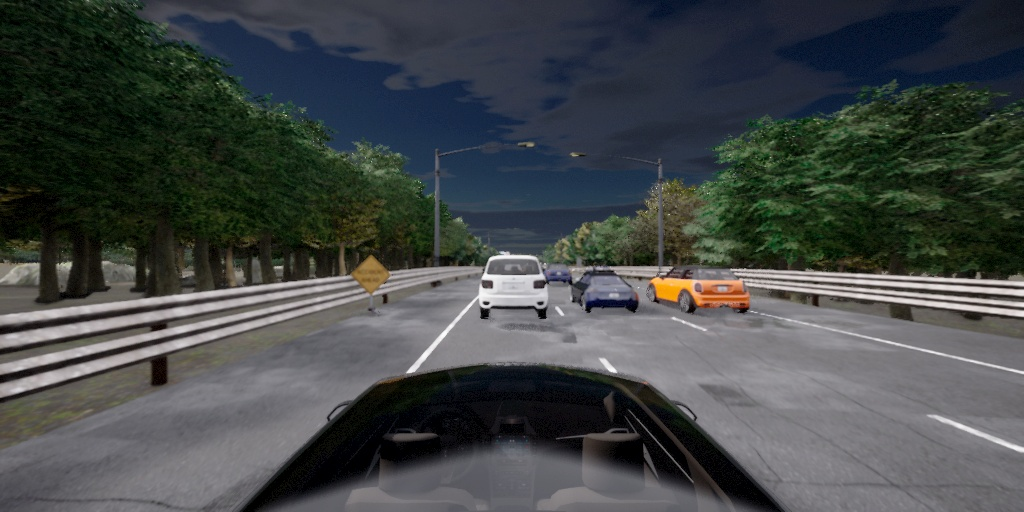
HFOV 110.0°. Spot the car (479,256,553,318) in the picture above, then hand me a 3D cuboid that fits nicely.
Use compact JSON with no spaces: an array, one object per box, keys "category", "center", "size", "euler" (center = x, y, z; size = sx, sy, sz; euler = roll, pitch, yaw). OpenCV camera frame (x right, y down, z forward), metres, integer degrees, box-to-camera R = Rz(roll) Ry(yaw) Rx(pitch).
[{"category":"car","center":[0.065,1.010,13.189],"size":[2.150,2.045,5.566],"euler":[0,0,0]}]

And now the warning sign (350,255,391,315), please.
[{"category":"warning sign","center":[-4.547,0.890,11.580],"size":[1.300,1.860,1.060],"euler":[0,0,0]}]

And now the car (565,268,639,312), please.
[{"category":"car","center":[3.572,1.362,14.514],"size":[1.994,1.385,4.181],"euler":[0,-1,0]}]

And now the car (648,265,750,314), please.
[{"category":"car","center":[7.069,1.146,14.143],"size":[2.097,1.767,4.553],"euler":[0,-1,0]}]

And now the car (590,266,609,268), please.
[{"category":"car","center":[7.076,1.538,29.573],"size":[2.128,1.511,4.902],"euler":[0,-1,0]}]

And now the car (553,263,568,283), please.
[{"category":"car","center":[3.574,1.390,29.267],"size":[2.097,1.767,4.553],"euler":[0,-1,0]}]
